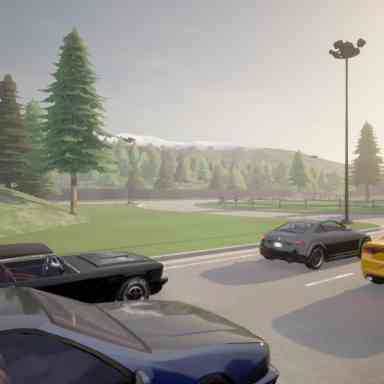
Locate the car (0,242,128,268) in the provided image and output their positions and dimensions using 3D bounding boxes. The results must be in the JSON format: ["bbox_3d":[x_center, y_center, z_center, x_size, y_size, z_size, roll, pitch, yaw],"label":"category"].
[{"bbox_3d":[-2.818,1.601,6.037,4.718,1.301,1.895,0,0,-36],"label":"car"}]

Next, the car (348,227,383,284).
[{"bbox_3d":[6.219,1.478,8.289,5.008,1.535,1.882,0,0,-35],"label":"car"}]

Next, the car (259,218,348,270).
[{"bbox_3d":[4.239,1.564,11.177,4.181,1.385,1.994,0,0,-35],"label":"car"}]

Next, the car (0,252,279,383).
[{"bbox_3d":[-1.726,1.547,2.515,5.357,1.411,2.033,0,0,-36],"label":"car"}]
